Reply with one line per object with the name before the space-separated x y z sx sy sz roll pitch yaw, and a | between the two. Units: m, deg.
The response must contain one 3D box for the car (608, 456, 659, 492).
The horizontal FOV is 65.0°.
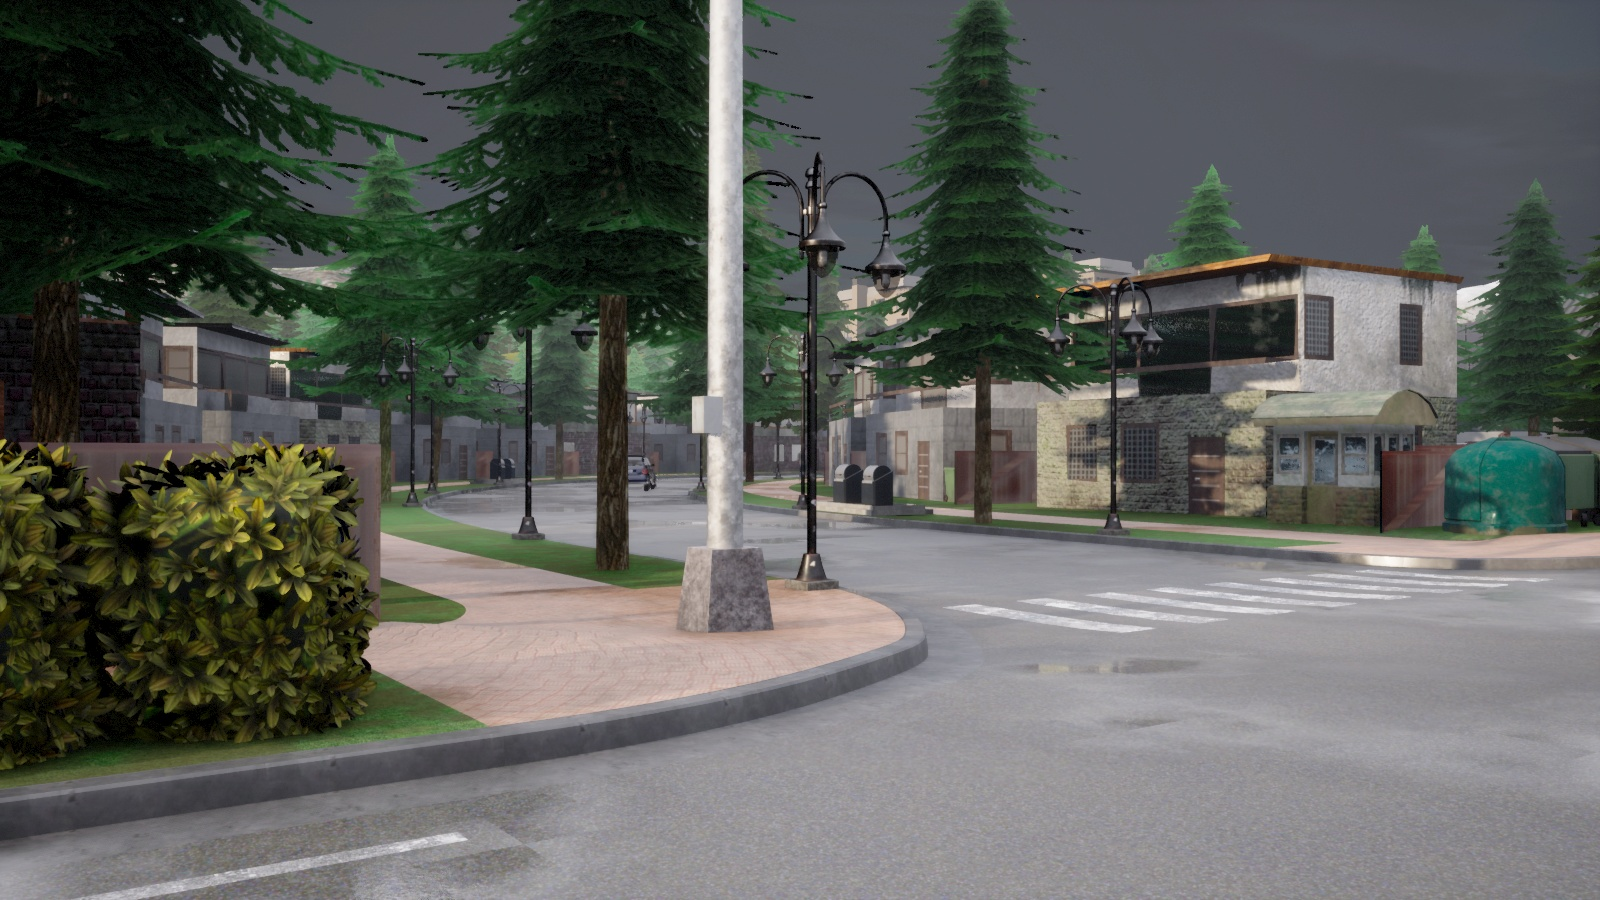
car | -7.286 1.031 55.270 1.789 1.549 3.705 0 0 -1
